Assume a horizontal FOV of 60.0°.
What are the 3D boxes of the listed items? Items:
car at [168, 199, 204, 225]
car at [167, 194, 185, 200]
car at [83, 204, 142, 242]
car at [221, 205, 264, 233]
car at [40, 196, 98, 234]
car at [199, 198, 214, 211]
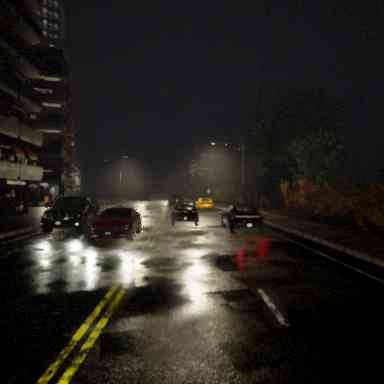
[{"bbox_3d":[-0.555,1.512,23.960,2.128,1.511,4.902,0,0,-3],"label":"car"},{"bbox_3d":[-2.189,1.252,46.395,2.150,2.045,5.566,0,0,-6],"label":"car"},{"bbox_3d":[-3.681,1.497,16.714,1.882,1.535,5.008,0,0,-2],"label":"car"},{"bbox_3d":[2.894,1.506,19.742,2.128,1.511,4.902,0,0,-2],"label":"car"},{"bbox_3d":[-7.046,1.247,19.985,2.150,2.045,5.566,0,0,-2],"label":"car"},{"bbox_3d":[1.518,1.503,41.446,1.882,1.535,5.008,0,0,-5],"label":"car"}]
